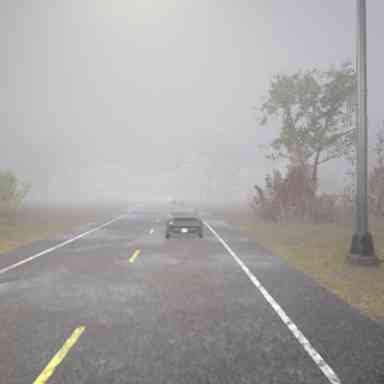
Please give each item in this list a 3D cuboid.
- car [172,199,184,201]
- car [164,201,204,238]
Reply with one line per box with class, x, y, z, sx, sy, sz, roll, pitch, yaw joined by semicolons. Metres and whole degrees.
car;-1.566;1.525;37.376;2.033;1.411;5.357;0;0;-4
car;-0.433;1.504;17.742;1.837;1.490;4.892;0;1;-2
